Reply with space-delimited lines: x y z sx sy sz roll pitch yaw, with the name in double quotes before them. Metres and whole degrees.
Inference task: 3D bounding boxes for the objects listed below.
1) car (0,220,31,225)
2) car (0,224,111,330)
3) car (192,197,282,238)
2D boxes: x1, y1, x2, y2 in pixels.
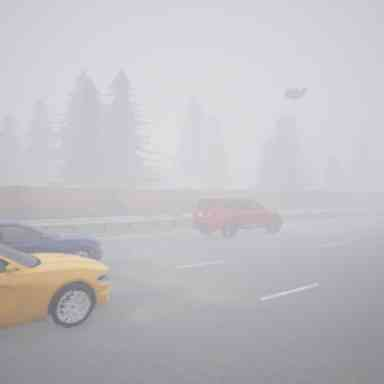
"car" -4.892 1.484 8.856 5.008 1.535 1.882 0 0 -36
"car" -3.806 1.476 5.331 5.008 1.535 1.882 0 0 -36
"car" 2.585 1.303 18.492 5.566 2.045 2.150 0 0 -36
